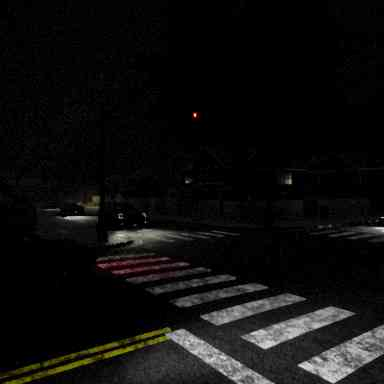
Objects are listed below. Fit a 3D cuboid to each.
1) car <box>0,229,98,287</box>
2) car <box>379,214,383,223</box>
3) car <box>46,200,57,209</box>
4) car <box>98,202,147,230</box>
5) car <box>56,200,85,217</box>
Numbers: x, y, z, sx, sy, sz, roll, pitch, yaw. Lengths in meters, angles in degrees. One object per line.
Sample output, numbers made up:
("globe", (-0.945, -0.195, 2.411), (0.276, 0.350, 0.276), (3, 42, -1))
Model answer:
("car", (-4.807, 1.599, 7.794), (4.718, 1.301, 1.895), (0, 0, -37))
("car", (14.550, 1.514, 22.055), (5.357, 1.411, 2.033), (0, 0, -36))
("car", (-22.512, 1.967, 53.739), (2.033, 1.411, 5.357), (0, 0, -25))
("car", (-4.804, 1.523, 22.717), (2.097, 1.767, 4.553), (0, 0, -34))
("car", (-12.727, 1.836, 35.259), (1.994, 1.385, 4.181), (0, 0, -30))
